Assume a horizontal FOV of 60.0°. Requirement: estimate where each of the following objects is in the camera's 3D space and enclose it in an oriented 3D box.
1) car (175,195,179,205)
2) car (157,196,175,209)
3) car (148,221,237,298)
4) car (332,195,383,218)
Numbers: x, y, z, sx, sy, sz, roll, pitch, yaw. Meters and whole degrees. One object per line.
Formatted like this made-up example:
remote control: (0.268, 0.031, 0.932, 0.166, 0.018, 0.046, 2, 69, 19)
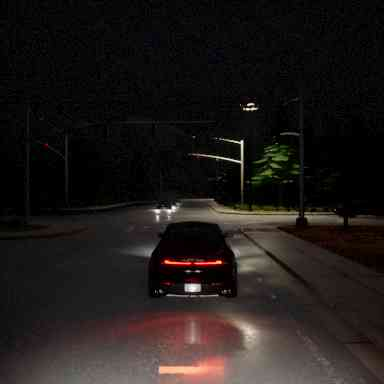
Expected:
car: (-3.685, 1.601, 55.394, 1.895, 1.301, 4.718, 0, 0, 0)
car: (-3.685, 1.505, 45.144, 1.837, 1.490, 4.892, 0, 0, 0)
car: (0.031, 1.501, 8.519, 1.837, 1.490, 4.892, 0, 0, 0)
car: (15.541, 1.248, 29.668, 5.566, 2.045, 2.150, 0, 0, 1)
